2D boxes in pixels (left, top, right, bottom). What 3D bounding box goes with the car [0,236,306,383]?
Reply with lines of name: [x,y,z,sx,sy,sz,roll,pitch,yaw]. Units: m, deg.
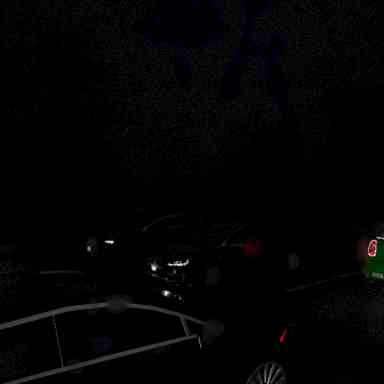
car: [-1.037,1.492,2.986,4.902,1.511,2.128,0,0,-36]

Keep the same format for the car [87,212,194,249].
car: [-1.180,1.491,11.731,4.902,1.511,2.128,0,0,-35]

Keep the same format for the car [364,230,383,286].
car: [6.279,1.352,8.178,4.553,1.767,2.097,0,0,-35]

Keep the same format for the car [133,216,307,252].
car: [1.105,1.505,9.061,4.892,1.490,1.837,0,0,-35]
